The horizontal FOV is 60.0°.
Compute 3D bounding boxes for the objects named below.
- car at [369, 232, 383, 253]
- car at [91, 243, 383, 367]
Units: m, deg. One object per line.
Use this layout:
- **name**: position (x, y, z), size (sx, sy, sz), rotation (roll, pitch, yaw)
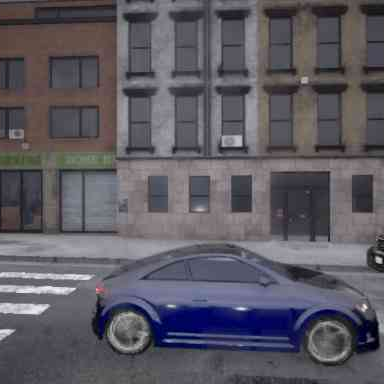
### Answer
- **car**: position (7.325, 1.367, 7.944), size (5.566, 2.045, 2.150), rotation (1, 0, 4)
- **car**: position (0.596, 1.566, 5.341), size (4.181, 1.385, 1.994), rotation (1, 0, 3)
